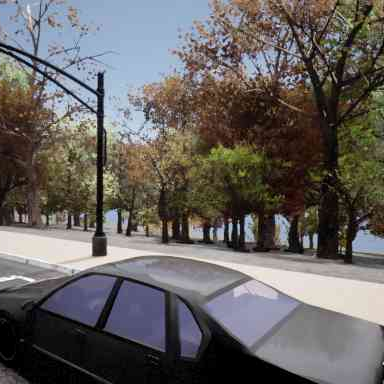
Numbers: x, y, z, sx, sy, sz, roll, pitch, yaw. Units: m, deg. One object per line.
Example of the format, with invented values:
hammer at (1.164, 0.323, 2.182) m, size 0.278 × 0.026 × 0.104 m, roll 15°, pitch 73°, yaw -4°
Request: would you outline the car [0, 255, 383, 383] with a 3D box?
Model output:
car at (-0.551, 1.547, 4.071) m, size 5.357 × 1.411 × 2.033 m, roll 0°, pitch 0°, yaw 35°
